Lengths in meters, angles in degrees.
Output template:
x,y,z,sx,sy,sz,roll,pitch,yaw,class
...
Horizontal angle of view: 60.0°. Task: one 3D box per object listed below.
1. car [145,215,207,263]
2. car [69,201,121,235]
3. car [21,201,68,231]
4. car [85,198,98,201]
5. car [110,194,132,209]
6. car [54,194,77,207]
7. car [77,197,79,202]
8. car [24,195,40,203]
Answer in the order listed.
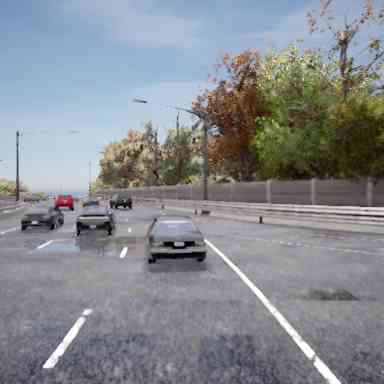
x,y,z,sx,sy,sz,roll,pitch,yaw,class
-0.697,1.548,12.087,2.033,1.411,5.357,0,0,-7,car
-5.367,1.508,18.981,2.128,1.511,4.902,0,0,-10,car
-9.362,1.556,21.080,1.812,1.442,4.674,0,0,-12,car
-13.740,1.547,45.217,1.837,1.490,4.892,0,0,-24,car
-9.536,1.249,44.415,2.150,2.045,5.566,0,0,-24,car
-16.819,1.275,43.642,2.150,2.045,5.566,0,0,-24,car
-26.249,1.450,73.653,1.994,1.385,4.181,0,0,-28,car
-33.427,1.449,69.381,2.128,1.511,4.902,0,0,-44,car
